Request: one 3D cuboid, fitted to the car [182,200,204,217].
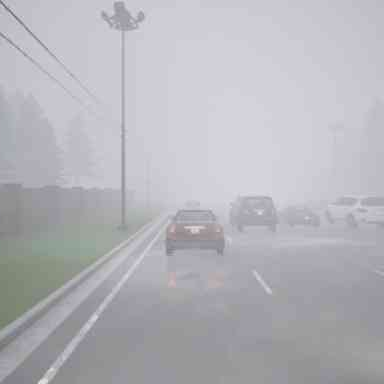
[{"bbox_3d":[0.103,1.553,32.716,2.033,1.411,5.357,0,0,0],"label":"car"}]

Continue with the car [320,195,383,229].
[{"bbox_3d":[10.601,1.226,21.573,2.150,2.045,5.566,0,0,0],"label":"car"}]

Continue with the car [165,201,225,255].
[{"bbox_3d":[0.100,1.354,13.523,2.097,1.767,4.553,0,0,0],"label":"car"}]

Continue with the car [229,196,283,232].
[{"bbox_3d":[3.601,1.225,20.279,2.150,2.045,5.566,0,0,0],"label":"car"}]

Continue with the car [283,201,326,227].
[{"bbox_3d":[7.102,1.568,22.626,1.994,1.385,4.181,0,0,0],"label":"car"}]

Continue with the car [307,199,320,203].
[{"bbox_3d":[14.103,1.499,38.079,2.128,1.511,4.902,0,0,0],"label":"car"}]
